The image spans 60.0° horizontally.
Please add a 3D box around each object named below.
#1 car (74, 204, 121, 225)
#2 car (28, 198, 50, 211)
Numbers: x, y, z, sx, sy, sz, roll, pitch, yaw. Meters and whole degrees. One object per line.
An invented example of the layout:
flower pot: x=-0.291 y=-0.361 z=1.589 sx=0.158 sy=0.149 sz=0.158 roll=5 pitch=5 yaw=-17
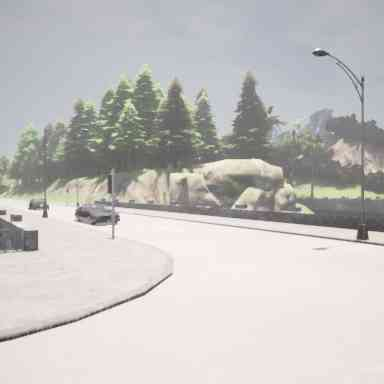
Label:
car: x=-7.014 y=1.551 z=24.221 sx=2.033 sy=1.411 sz=5.357 roll=0 pitch=0 yaw=-35
car: x=-18.826 y=1.496 z=40.881 sx=2.128 sy=1.511 sz=4.902 roll=0 pitch=0 yaw=-35
